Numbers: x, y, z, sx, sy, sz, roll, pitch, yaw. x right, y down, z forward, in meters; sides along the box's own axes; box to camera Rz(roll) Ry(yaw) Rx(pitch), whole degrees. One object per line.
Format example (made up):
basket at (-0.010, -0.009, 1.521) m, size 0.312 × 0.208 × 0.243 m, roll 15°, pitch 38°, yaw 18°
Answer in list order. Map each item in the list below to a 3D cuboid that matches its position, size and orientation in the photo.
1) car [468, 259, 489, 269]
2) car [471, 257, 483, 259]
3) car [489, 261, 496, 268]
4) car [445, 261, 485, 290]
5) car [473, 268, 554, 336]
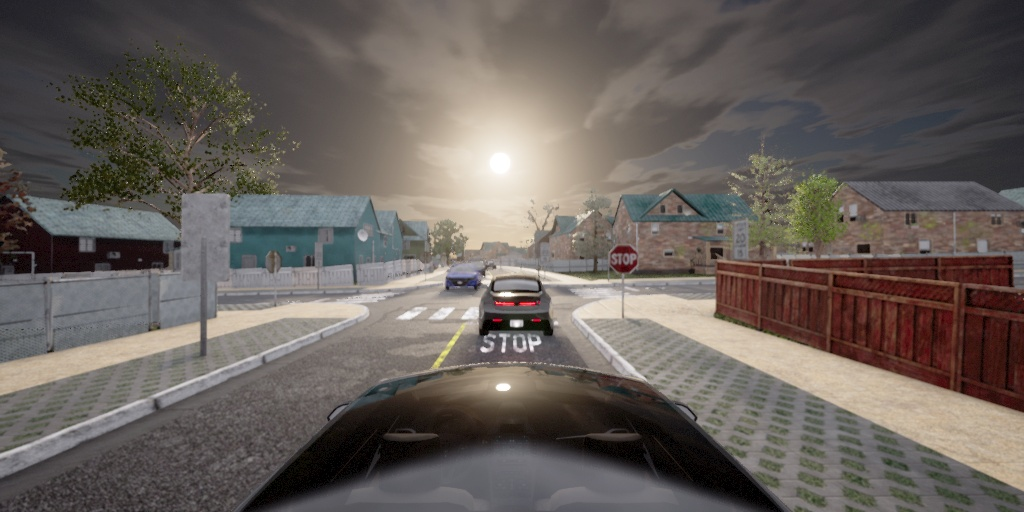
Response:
car at (-3.686, 1.323, 37.710) m, size 1.882 × 1.535 × 5.008 m, roll 0°, pitch -1°, yaw -5°
car at (-5.119, 1.139, 51.746) m, size 2.150 × 2.045 × 5.566 m, roll 0°, pitch -1°, yaw -8°
car at (-3.816, 1.514, 62.039) m, size 1.812 × 1.442 × 4.674 m, roll 0°, pitch -1°, yaw -10°
car at (-2.976, 1.248, 22.579) m, size 1.882 × 1.535 × 5.008 m, roll 0°, pitch -1°, yaw -1°
car at (0.099, 1.251, 10.397) m, size 1.837 × 1.490 × 4.892 m, roll 0°, pitch 0°, yaw 0°
